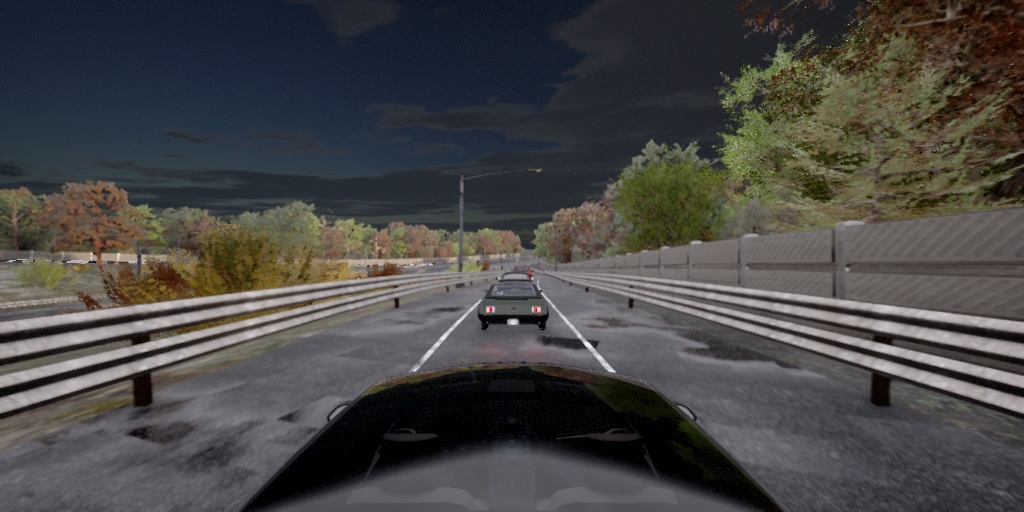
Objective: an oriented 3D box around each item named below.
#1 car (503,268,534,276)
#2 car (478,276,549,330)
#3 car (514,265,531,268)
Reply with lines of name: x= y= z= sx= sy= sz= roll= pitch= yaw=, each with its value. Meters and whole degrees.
car: x=0.233 y=1.606 z=19.990 sx=1.882 sy=1.535 sz=5.008 roll=0 pitch=-2 yaw=1
car: x=0.062 y=1.478 z=11.573 sx=1.895 sy=1.301 sz=4.718 roll=0 pitch=-1 yaw=1
car: x=1.080 y=1.997 z=36.645 sx=2.150 sy=2.045 sz=5.566 roll=0 pitch=-3 yaw=3
